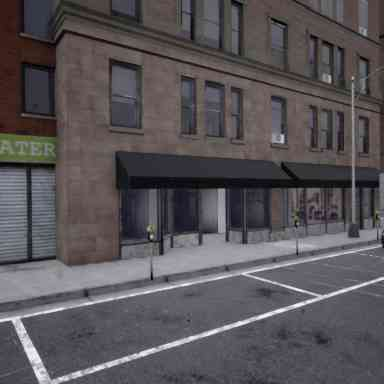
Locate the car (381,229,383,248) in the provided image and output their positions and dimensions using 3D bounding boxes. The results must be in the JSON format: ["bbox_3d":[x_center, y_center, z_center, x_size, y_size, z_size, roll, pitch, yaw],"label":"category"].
[{"bbox_3d":[9.165,1.540,13.075,4.507,1.381,1.887,0,-1,-35],"label":"car"}]
